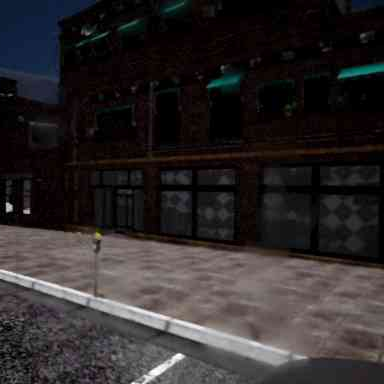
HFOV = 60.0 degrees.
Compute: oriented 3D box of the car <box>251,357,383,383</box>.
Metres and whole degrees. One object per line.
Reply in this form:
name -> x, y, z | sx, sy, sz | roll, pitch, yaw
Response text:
car -> 2.141, 1.554, 1.348 | 4.403, 1.369, 2.008 | 0, 1, 36
